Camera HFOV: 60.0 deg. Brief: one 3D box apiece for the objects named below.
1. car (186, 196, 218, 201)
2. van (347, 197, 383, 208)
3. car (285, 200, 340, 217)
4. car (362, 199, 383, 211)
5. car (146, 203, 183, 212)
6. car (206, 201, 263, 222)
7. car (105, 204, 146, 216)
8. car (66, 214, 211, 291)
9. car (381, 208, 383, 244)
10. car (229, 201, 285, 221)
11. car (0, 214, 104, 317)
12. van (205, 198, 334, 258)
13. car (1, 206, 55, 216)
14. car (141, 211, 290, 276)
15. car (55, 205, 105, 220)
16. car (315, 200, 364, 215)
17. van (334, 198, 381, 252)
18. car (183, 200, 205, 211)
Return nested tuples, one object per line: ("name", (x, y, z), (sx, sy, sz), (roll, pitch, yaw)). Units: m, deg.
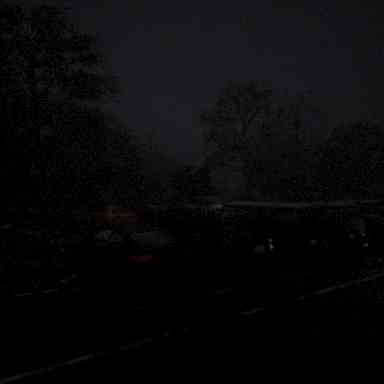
("car", (1.406, 1.387, 27.613), (2.435, 2.045, 5.566), (0, 0, -36))
("van", (9.565, 1.416, 17.547), (1.878, 1.987, 4.442), (0, 0, -36))
("car", (12.788, 1.703, 35.553), (1.946, 1.575, 5.366), (0, 0, -36))
("car", (26.233, 1.789, 45.382), (2.097, 1.535, 5.008), (0, 0, -36))
("car", (-3.127, 1.608, 24.404), (2.097, 1.535, 5.008), (0, 0, -36))
("car", (3.644, 1.652, 29.254), (2.097, 1.535, 5.008), (0, 0, -36))
("car", (-5.497, 1.587, 22.944), (1.946, 1.575, 5.366), (0, 0, -36))
("car", (-1.776, 1.590, 9.297), (2.002, 1.452, 4.674), (1, 0, -36))
("car", (7.354, 1.628, 15.818), (2.097, 1.535, 5.008), (0, 0, -36))
("car", (5.902, 1.665, 30.868), (2.097, 1.535, 5.008), (0, 0, -36))
("car", (-4.062, 1.523, 7.675), (2.231, 1.521, 4.892), (1, 0, -36))
("van", (2.721, 1.369, 12.657), (1.878, 1.987, 4.442), (0, 0, -36))
("car", (-9.926, 1.573, 19.588), (2.163, 1.488, 4.792), (1, 0, -36))
("car", (0.490, 1.605, 10.955), (2.163, 1.488, 4.792), (0, 0, -36))
("car", (-7.628, 1.601, 21.158), (2.163, 1.488, 4.792), (1, 0, -36))
("car", (17.214, 1.763, 38.908), (2.163, 1.488, 4.792), (0, 0, -36))
("van", (5.136, 1.388, 14.096), (1.878, 1.987, 4.442), (0, 0, -36))
("car", (-0.866, 1.626, 26.018), (2.231, 1.521, 4.892), (0, 0, -36))
